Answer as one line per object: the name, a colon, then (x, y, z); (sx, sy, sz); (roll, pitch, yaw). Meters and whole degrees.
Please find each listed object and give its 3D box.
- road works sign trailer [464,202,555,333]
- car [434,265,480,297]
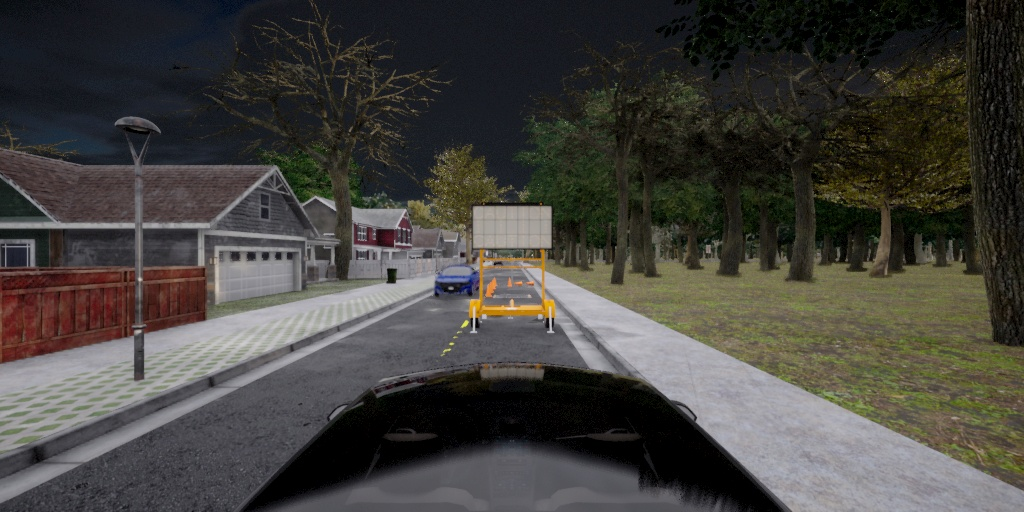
road works sign trailer: (0.009, 0.214, 10.705); (2.380, 3.560, 2.880); (0, 0, 0)
car: (-2.833, 1.229, 19.132); (1.882, 1.535, 5.008); (0, 0, 0)
